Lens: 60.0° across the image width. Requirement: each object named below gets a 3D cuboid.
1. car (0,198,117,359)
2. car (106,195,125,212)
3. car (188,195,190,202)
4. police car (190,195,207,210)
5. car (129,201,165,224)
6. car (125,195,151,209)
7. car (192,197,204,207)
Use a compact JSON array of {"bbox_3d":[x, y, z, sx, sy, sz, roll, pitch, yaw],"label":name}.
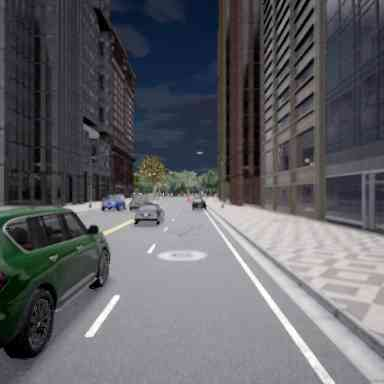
[{"bbox_3d":[-3.150,1.244,6.143,2.150,2.045,5.566,0,0,0],"label":"car"},{"bbox_3d":[-9.833,1.360,42.102,2.150,2.045,5.566,0,0,0],"label":"car"},{"bbox_3d":[0.013,1.468,79.584,2.097,1.767,4.553,0,0,0],"label":"car"},{"bbox_3d":[0.981,1.574,45.247,1.930,1.638,5.238,0,0,0],"label":"police car"},{"bbox_3d":[-3.146,1.633,25.252,2.033,1.411,5.357,0,0,0],"label":"car"},{"bbox_3d":[-6.584,1.361,42.562,2.150,2.045,5.566,0,0,0],"label":"car"},{"bbox_3d":[0.983,1.635,55.327,1.801,1.575,5.366,0,0,0],"label":"car"}]
